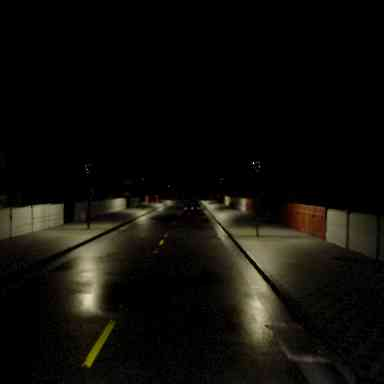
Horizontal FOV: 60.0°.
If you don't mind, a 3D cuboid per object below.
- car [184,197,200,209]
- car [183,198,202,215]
[{"bbox_3d":[0.077,1.512,46.490,2.128,1.511,4.902,0,0,1],"label":"car"},{"bbox_3d":[0.037,1.562,33.416,2.033,1.411,5.357,0,0,0],"label":"car"}]
